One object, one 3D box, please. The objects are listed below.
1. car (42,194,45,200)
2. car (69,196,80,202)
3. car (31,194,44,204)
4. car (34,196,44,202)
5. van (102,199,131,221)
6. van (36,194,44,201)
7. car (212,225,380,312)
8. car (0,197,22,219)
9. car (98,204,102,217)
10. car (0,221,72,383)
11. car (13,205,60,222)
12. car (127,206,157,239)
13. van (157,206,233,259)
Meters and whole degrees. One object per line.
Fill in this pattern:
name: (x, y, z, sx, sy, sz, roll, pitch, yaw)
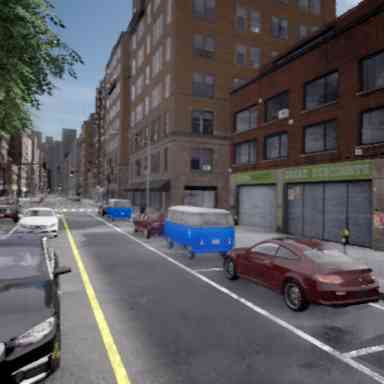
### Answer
car: (-33.056, 1.653, 70.934, 2.008, 1.369, 4.403, 1, -1, -23)
car: (-29.368, 1.749, 84.302, 1.967, 1.590, 4.097, 1, -1, -23)
car: (-30.904, 1.615, 65.743, 1.752, 1.417, 4.829, 1, -1, -23)
car: (-37.230, 1.673, 81.006, 1.887, 1.381, 4.507, 1, -1, -23)
van: (-6.381, 1.530, 28.841, 1.690, 1.788, 3.998, 1, -1, -23)
van: (-39.313, 1.484, 86.043, 1.690, 1.788, 3.998, 1, -1, -23)
car: (2.282, 1.712, 7.921, 1.802, 1.307, 4.206, 1, -1, -23)
car: (-14.239, 1.323, 25.541, 2.192, 1.841, 5.009, 1, -1, -23)
car: (-8.552, 1.767, 34.068, 1.947, 1.339, 4.313, 1, -1, -23)
car: (-3.091, 1.494, 5.347, 2.128, 1.511, 4.902, 1, -1, -22)
car: (-8.143, 1.568, 17.789, 1.812, 1.442, 4.674, 1, -1, -22)
car: (-2.051, 1.706, 18.380, 1.887, 1.381, 4.507, 1, -1, -23)
van: (0.119, 1.487, 13.153, 1.690, 1.788, 3.998, 1, -1, -23)
